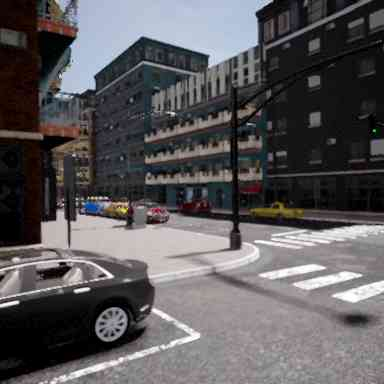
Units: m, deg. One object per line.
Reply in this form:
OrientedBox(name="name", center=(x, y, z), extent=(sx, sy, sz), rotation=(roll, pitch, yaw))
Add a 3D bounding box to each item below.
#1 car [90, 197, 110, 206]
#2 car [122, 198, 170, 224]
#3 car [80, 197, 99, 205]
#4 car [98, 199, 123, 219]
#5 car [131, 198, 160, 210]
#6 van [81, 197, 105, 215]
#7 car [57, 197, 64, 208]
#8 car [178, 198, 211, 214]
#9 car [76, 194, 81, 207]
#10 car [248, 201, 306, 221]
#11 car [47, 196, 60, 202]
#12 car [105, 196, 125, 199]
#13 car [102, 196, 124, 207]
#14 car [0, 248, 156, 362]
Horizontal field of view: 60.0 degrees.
OrientedBox(name="car", center=(-15.926, 1.575, 57.567), extent=(1.947, 1.339, 4.313), rotation=(-2, 1, -36))
OrientedBox(name="car", center=(-3.399, 1.511, 25.695), extent=(1.967, 1.590, 4.097), rotation=(-1, 1, -36))
OrientedBox(name="car", center=(-19.149, 1.577, 62.066), extent=(2.008, 1.369, 4.403), rotation=(-2, 1, -36))
OrientedBox(name="car", center=(-6.521, 1.611, 30.055), extent=(1.752, 1.417, 4.829), rotation=(-1, 1, -36))
OrientedBox(name="car", center=(-6.256, 1.512, 44.071), extent=(2.008, 1.369, 4.403), rotation=(-1, 1, -36))
OrientedBox(name="van", center=(-9.847, 1.442, 34.690), extent=(1.690, 1.788, 3.998), rotation=(-1, 1, -36))
OrientedBox(name="car", center=(-19.516, 1.587, 48.187), extent=(1.967, 1.590, 4.097), rotation=(-1, 1, -36))
OrientedBox(name="car", center=(0.189, 1.371, 35.072), extent=(1.967, 1.590, 4.097), rotation=(-1, 1, -36))
OrientedBox(name="car", center=(-18.074, 1.402, 50.790), extent=(2.150, 2.045, 5.566), rotation=(-1, 1, -36))
OrientedBox(name="car", center=(6.539, 1.428, 26.215), extent=(1.752, 1.417, 4.829), rotation=(-1, 1, -36))
OrientedBox(name="car", center=(-35.266, 1.660, 84.559), extent=(1.887, 1.381, 4.507), rotation=(-2, 1, -36))
OrientedBox(name="car", center=(-7.106, 1.402, 35.320), extent=(2.097, 1.767, 4.553), rotation=(-1, 1, -36))
OrientedBox(name="car", center=(-12.705, 1.433, 53.067), extent=(1.967, 1.590, 4.097), rotation=(-2, 1, -36))
OrientedBox(name="car", center=(-2.633, 1.549, 4.694), extent=(4.403, 1.369, 2.008), rotation=(0, -1, -36))
